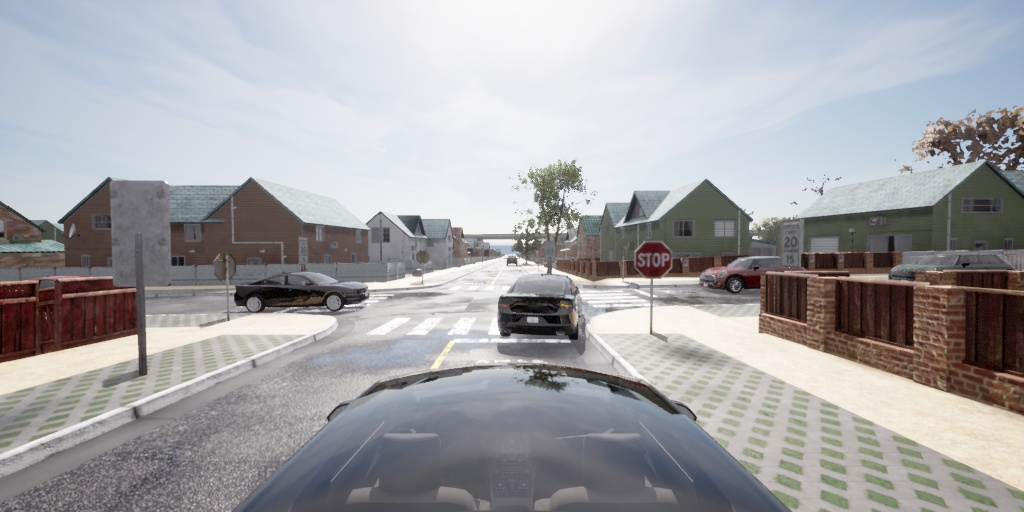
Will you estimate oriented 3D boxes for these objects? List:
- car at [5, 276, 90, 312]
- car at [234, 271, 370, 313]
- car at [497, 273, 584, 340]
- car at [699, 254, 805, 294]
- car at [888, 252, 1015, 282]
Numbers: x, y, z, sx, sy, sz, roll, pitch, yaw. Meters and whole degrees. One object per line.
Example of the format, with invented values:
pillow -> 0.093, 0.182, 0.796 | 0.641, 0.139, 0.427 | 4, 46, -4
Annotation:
car -> -18.017, 1.546, 14.604 | 5.008, 1.535, 1.882 | -1, 2, 0
car -> -8.464, 1.376, 14.664 | 5.008, 1.535, 1.882 | -1, 2, 0
car -> 0.960, 1.224, 10.134 | 1.882, 1.535, 5.008 | 0, 0, 12
car -> 11.811, 0.819, 17.741 | 4.553, 1.767, 2.097 | -1, 2, 0
car -> 21.706, 0.645, 17.809 | 4.553, 1.767, 2.097 | -1, 2, 0
